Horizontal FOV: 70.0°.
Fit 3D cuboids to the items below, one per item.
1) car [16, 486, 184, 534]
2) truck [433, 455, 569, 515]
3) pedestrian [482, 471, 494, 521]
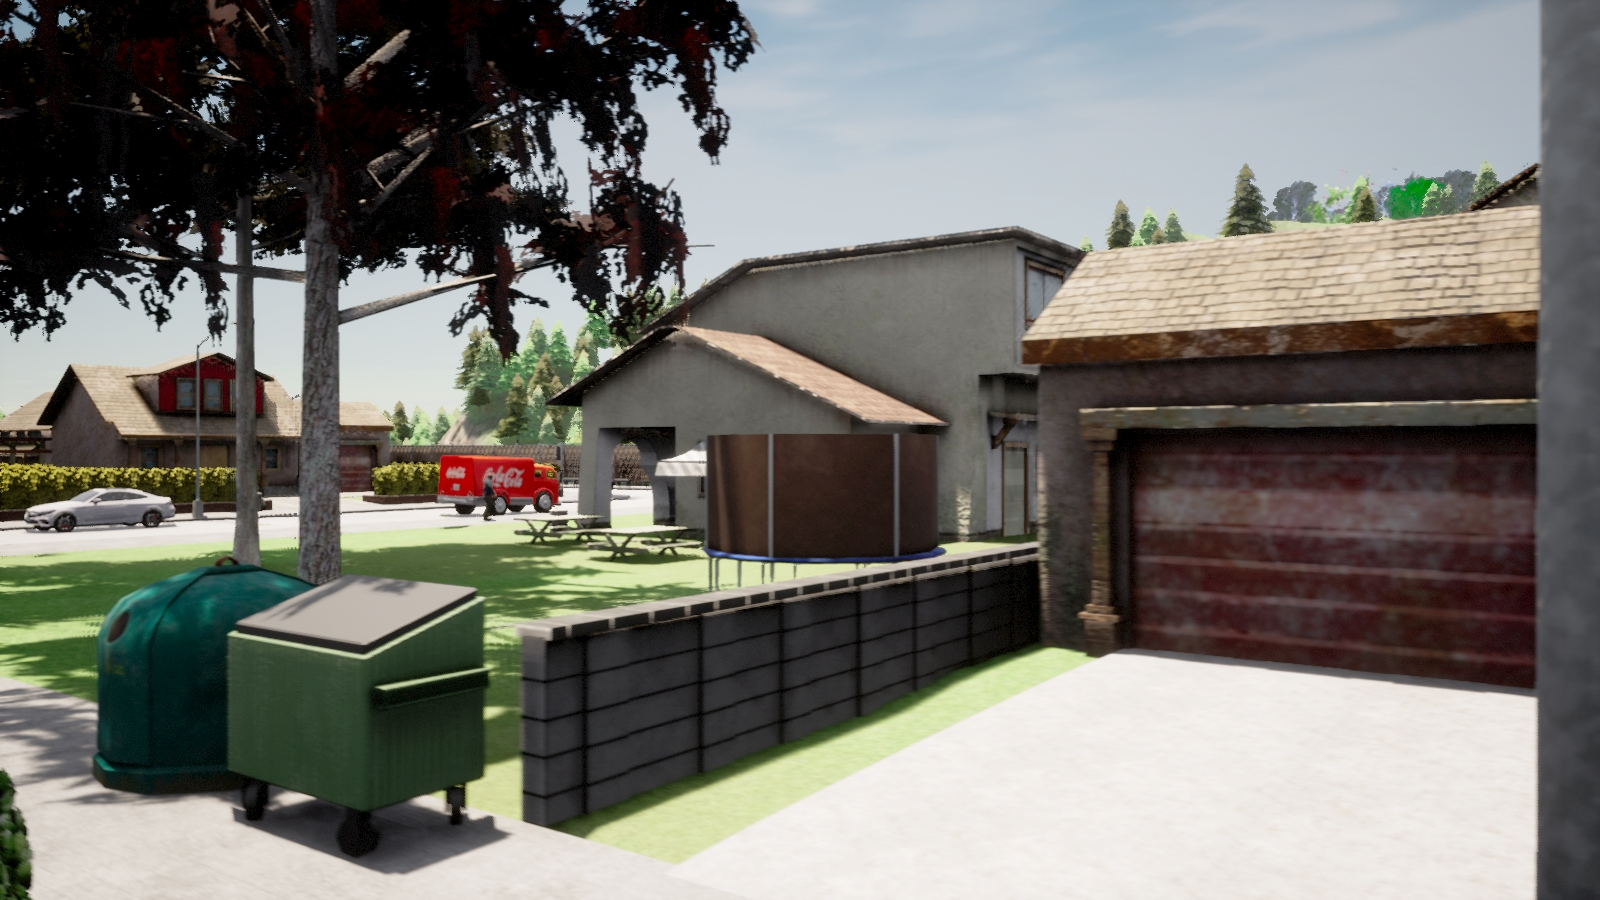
[{"bbox_3d":[-24.733,2.089,40.522,2.002,1.442,4.674,0,0,35],"label":"car"},{"bbox_3d":[-12.981,1.544,49.930,2.627,2.467,5.204,0,-2,36],"label":"truck"},{"bbox_3d":[-11.843,1.750,43.362,0.375,1.860,0.375,0,0,-29],"label":"pedestrian"}]
